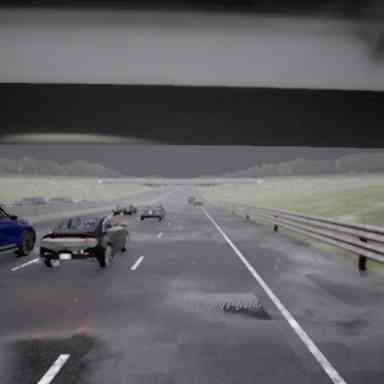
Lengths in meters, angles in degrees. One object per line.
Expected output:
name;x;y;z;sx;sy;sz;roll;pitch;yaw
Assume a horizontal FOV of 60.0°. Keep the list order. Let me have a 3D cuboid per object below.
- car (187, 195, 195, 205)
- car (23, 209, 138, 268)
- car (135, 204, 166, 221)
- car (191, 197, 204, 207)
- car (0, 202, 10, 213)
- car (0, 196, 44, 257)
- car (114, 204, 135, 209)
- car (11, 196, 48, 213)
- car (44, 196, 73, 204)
car;-0.005;2.186;84.314;2.150;2.045;5.566;0;0;0
car;-3.400;1.535;11.348;2.128;1.511;4.902;0;0;0
car;-3.401;1.762;29.599;2.033;1.411;5.357;0;-1;0
car;1.222;2.207;66.166;1.837;1.490;4.892;0;-1;0
car;-24.586;1.950;40.869;1.895;1.301;4.718;0;-1;0
car;-6.900;1.257;10.069;2.150;2.045;5.566;0;0;0
car;-6.902;1.878;34.941;1.895;1.301;4.718;0;-1;0
car;-21.082;1.601;43.472;2.150;2.045;5.566;0;0;0
car;-17.585;1.608;43.998;2.150;2.045;5.566;0;0;0
